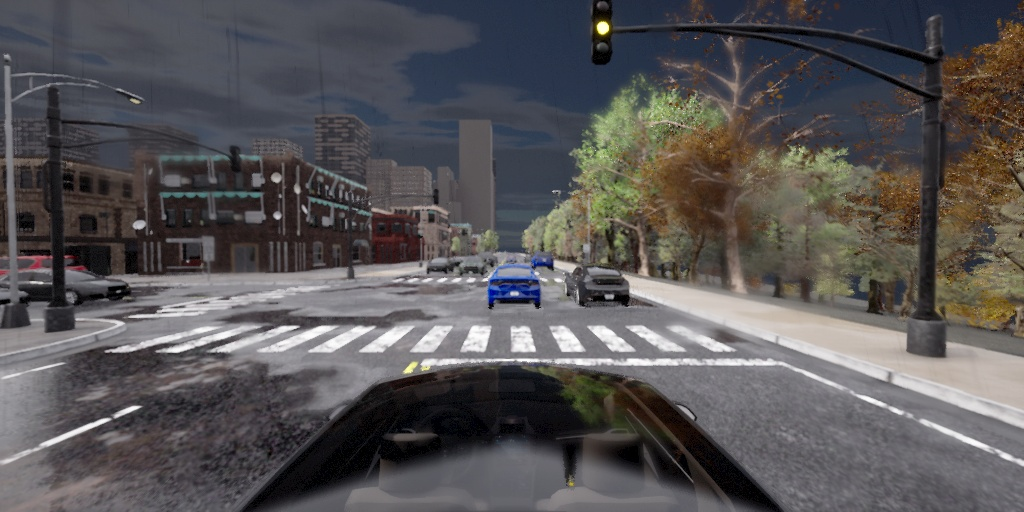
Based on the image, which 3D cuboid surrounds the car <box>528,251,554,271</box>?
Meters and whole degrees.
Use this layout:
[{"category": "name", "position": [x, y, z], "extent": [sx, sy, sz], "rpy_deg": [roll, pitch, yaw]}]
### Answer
[{"category": "car", "position": [3.288, 0.514, 39.266], "extent": [2.150, 2.045, 5.566], "rpy_deg": [0, 1, 0]}]

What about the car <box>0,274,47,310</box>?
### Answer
[{"category": "car", "position": [-19.965, 1.437, 12.686], "extent": [4.313, 1.339, 1.948], "rpy_deg": [0, 0, 0]}]

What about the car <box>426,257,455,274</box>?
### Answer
[{"category": "car", "position": [-6.640, 0.842, 33.549], "extent": [1.882, 1.535, 5.008], "rpy_deg": [0, 1, 0]}]

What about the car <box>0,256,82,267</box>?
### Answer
[{"category": "car", "position": [-25.576, 1.029, 18.585], "extent": [5.566, 2.045, 2.150], "rpy_deg": [-1, 1, 0]}]

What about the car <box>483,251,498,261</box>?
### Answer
[{"category": "car", "position": [-3.402, 0.430, 46.391], "extent": [2.150, 2.045, 5.566], "rpy_deg": [0, 0, 0]}]

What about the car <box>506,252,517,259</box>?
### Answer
[{"category": "car", "position": [-0.102, 0.553, 62.708], "extent": [2.033, 1.411, 5.357], "rpy_deg": [0, 1, 0]}]

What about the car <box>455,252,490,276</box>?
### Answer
[{"category": "car", "position": [-3.391, 0.738, 31.719], "extent": [2.097, 1.767, 4.553], "rpy_deg": [0, 1, 0]}]

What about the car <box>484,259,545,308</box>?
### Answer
[{"category": "car", "position": [0.079, 1.075, 14.402], "extent": [1.882, 1.535, 5.008], "rpy_deg": [0, 1, 0]}]

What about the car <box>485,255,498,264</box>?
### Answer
[{"category": "car", "position": [-3.394, 0.594, 60.710], "extent": [1.994, 1.385, 4.181], "rpy_deg": [0, 1, 1]}]

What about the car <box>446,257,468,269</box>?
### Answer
[{"category": "car", "position": [-6.651, 0.840, 43.742], "extent": [1.895, 1.301, 4.718], "rpy_deg": [0, 1, 0]}]

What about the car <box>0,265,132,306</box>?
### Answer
[{"category": "car", "position": [-19.364, 1.311, 15.359], "extent": [4.892, 1.490, 1.837], "rpy_deg": [-1, 1, -2]}]

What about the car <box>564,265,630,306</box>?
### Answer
[{"category": "car", "position": [3.329, 1.099, 14.664], "extent": [1.837, 1.490, 4.892], "rpy_deg": [0, 1, 0]}]

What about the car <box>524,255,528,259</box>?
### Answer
[{"category": "car", "position": [3.161, 0.476, 64.539], "extent": [2.128, 1.511, 4.902], "rpy_deg": [0, 1, 0]}]
